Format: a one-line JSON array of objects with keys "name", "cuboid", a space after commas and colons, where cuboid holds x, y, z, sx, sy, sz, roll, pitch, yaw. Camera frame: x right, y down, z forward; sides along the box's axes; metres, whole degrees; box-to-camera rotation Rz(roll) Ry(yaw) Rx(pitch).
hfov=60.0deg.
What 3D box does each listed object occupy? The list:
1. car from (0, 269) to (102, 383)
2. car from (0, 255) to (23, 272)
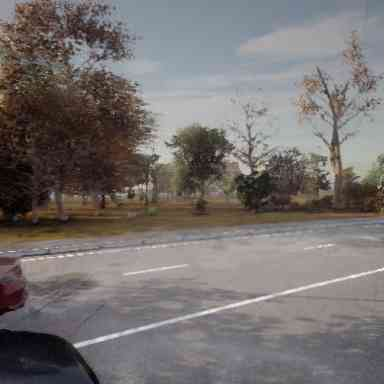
[{"name": "car", "cuboid": [-2.541, 1.557, 1.812, 4.181, 1.385, 1.994, 0, 0, -36]}, {"name": "car", "cuboid": [-4.912, 1.510, 4.693, 4.674, 1.442, 1.812, 0, 0, -36]}]
